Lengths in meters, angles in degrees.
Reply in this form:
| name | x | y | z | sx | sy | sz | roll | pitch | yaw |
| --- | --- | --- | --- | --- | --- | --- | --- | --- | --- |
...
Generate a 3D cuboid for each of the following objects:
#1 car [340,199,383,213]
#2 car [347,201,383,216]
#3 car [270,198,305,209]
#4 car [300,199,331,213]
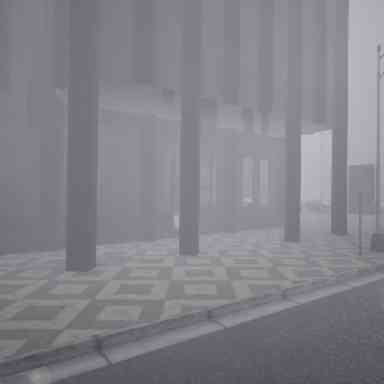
| name | x | y | z | sx | sy | sz | roll | pitch | yaw |
| --- | --- | --- | --- | --- | --- | --- | --- | --- | --- |
| car | 19.782 | 1.580 | 38.433 | 2.008 | 1.369 | 4.403 | 1 | -1 | -36 |
| car | 16.091 | 1.437 | 28.961 | 1.752 | 1.417 | 4.829 | 1 | -1 | -36 |
| car | 13.484 | 1.553 | 47.204 | 1.887 | 1.381 | 4.507 | 1 | -1 | -36 |
| car | 12.900 | 1.444 | 33.404 | 1.887 | 1.381 | 4.507 | 1 | -1 | -36 |
